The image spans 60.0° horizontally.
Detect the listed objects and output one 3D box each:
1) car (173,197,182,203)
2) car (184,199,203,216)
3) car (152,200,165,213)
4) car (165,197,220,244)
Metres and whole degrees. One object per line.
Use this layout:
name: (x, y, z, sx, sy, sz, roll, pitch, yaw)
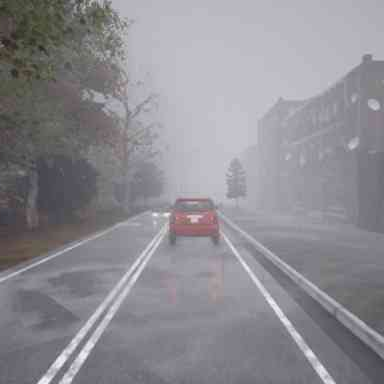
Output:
car: (-3.383, 1.884, 77.716, 1.812, 1.442, 4.674, 0, -1, 0)
car: (0.097, 1.530, 34.129, 1.812, 1.442, 4.674, 0, 0, 0)
car: (-3.348, 1.569, 37.222, 1.994, 1.385, 4.181, 0, 0, 0)
car: (0.101, 1.227, 16.022, 2.150, 2.045, 5.566, 0, 0, 0)
